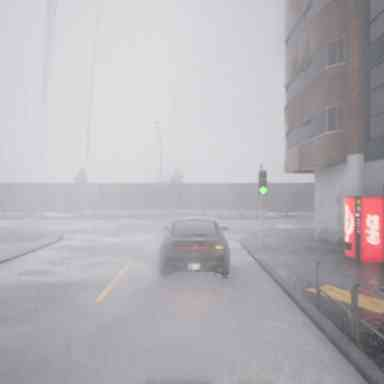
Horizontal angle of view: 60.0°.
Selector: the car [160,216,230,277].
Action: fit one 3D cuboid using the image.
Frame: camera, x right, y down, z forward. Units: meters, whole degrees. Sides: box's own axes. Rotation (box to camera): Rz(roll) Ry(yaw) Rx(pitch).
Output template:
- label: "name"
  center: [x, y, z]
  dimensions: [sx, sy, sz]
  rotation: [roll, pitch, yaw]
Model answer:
- label: "car"
  center: [0.106, 1.523, 10.318]
  dimensions: [1.837, 1.490, 4.892]
  rotation: [0, 0, 1]
